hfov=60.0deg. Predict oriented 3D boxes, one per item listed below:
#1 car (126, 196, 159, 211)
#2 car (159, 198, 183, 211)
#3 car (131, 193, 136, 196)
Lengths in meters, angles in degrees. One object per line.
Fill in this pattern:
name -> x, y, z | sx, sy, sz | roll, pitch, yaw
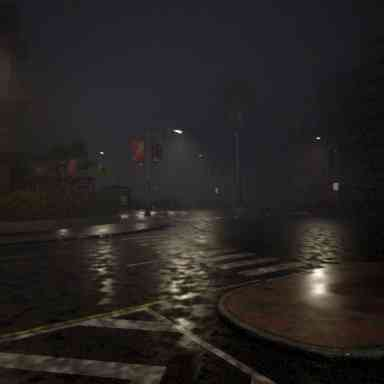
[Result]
car -> -6.488, 1.547, 40.317 | 2.033, 1.411, 5.357 | 0, 0, -35
car -> -3.045, 1.477, 41.504 | 1.882, 1.535, 5.008 | 0, 0, -35
car -> -13.431, 1.220, 68.429 | 2.150, 2.045, 5.566 | 0, 0, -39
